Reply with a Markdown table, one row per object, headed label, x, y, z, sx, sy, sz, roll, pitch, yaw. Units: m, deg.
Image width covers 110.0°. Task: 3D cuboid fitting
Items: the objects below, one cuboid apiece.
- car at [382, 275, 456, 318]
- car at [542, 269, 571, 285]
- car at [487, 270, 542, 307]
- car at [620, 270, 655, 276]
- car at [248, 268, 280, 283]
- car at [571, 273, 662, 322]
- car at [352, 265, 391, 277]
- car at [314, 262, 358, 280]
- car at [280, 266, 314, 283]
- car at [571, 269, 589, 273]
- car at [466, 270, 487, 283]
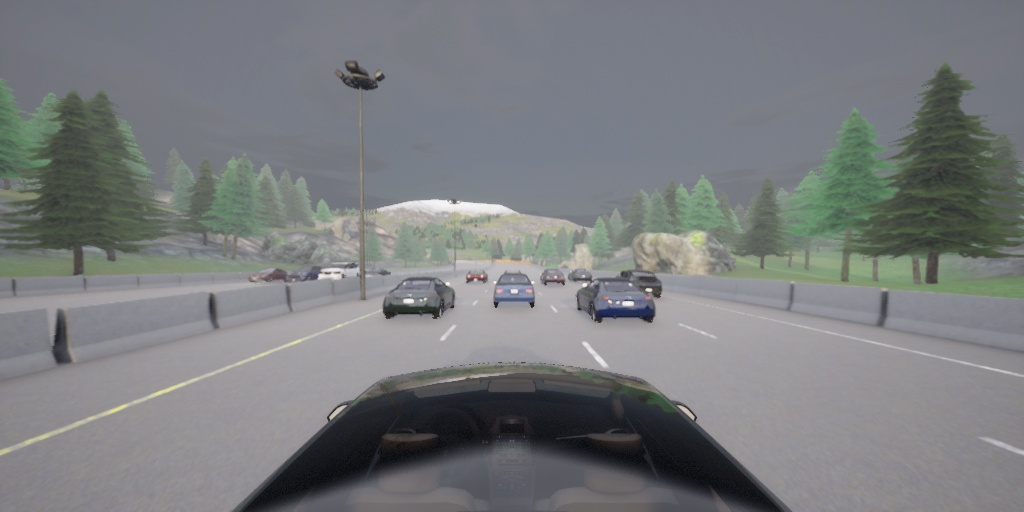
| label | x | y | z | sx | sy | sz | roll | pitch | yaw |
| --- | --- | --- | --- | --- | --- | --- | --- | --- | --- |
| car | -3.406 | 1.495 | 13.836 | 1.994 | 1.385 | 4.181 | 0 | -1 | 0 |
| car | 3.587 | 1.862 | 32.146 | 2.033 | 1.411 | 5.357 | 0 | -1 | 0 |
| car | 0.094 | 1.536 | 17.075 | 2.033 | 1.411 | 5.357 | 0 | -1 | 0 |
| car | 7.092 | 1.568 | 20.953 | 1.837 | 1.490 | 4.892 | 0 | -1 | 0 |
| car | -24.605 | 1.956 | 36.600 | 1.812 | 1.442 | 4.674 | 0 | -2 | 0 |
| car | 3.594 | 1.482 | 13.099 | 1.994 | 1.385 | 4.181 | 0 | -1 | 0 |
| car | -14.108 | 1.935 | 37.096 | 2.128 | 1.511 | 4.902 | 0 | -2 | 0 |
| car | -17.608 | 1.662 | 37.007 | 2.150 | 2.045 | 5.566 | 0 | -1 | 0 |
| car | -21.105 | 1.792 | 36.955 | 2.097 | 1.767 | 4.553 | 0 | -2 | 0 |
| car | 7.085 | 2.018 | 37.562 | 1.994 | 1.385 | 4.181 | 0 | -2 | 0 |
| car | -3.414 | 2.012 | 35.910 | 1.895 | 1.301 | 4.718 | 0 | -1 | 0 |
